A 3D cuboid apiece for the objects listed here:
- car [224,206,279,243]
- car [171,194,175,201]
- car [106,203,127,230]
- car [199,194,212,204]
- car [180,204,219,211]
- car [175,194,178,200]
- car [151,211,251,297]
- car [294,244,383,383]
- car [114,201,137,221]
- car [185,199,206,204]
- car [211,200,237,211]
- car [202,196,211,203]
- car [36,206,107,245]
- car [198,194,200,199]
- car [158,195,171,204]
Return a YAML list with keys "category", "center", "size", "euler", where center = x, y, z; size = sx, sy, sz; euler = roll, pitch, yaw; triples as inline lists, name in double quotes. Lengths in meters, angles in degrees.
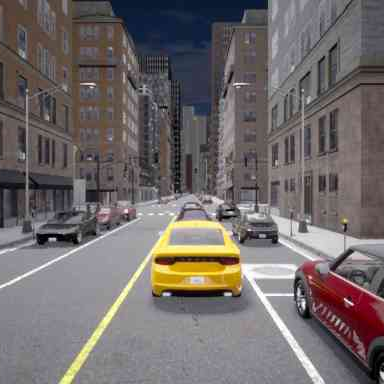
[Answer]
- category: "car"
  center: [2.862, 1.552, 15.685]
  size: [2.008, 1.369, 4.403]
  euler: [0, 0, 0]
- category: "car"
  center: [-5.582, 1.615, 74.611]
  size: [2.008, 1.369, 4.403]
  euler: [0, 0, 0]
- category: "car"
  center: [-5.661, 1.584, 21.190]
  size: [1.802, 1.307, 4.206]
  euler: [0, 0, 0]
- category: "car"
  center: [2.917, 1.483, 63.778]
  size: [1.967, 1.590, 4.097]
  euler: [0, 0, 0]
- category: "car"
  center: [0.114, 1.565, 17.605]
  size: [1.994, 1.385, 4.181]
  euler: [0, 0, 0]
- category: "car"
  center: [-5.547, 1.636, 90.667]
  size: [1.752, 1.417, 4.829]
  euler: [0, 0, 0]
- category: "car"
  center: [0.098, 1.478, 8.612]
  size: [1.882, 1.535, 5.008]
  euler: [0, 0, 0]
- category: "car"
  center: [2.858, 1.440, 4.682]
  size: [1.967, 1.590, 4.097]
  euler: [0, 0, 0]
- category: "car"
  center: [-5.658, 1.443, 26.691]
  size: [1.967, 1.590, 4.097]
  euler: [0, 0, 0]
- category: "car"
  center: [0.011, 1.529, 26.416]
  size: [1.812, 1.442, 4.674]
  euler: [0, 0, 2]
- category: "car"
  center: [2.867, 1.569, 26.687]
  size: [1.947, 1.339, 4.313]
  euler: [0, 0, 0]
- category: "car"
  center: [2.930, 1.578, 69.357]
  size: [1.752, 1.417, 4.829]
  euler: [0, 0, 0]
- category: "car"
  center: [-5.663, 1.567, 15.688]
  size: [1.947, 1.339, 4.313]
  euler: [0, 0, 0]
- category: "car"
  center: [2.942, 1.615, 74.595]
  size: [2.008, 1.369, 4.403]
  euler: [0, 0, 0]
- category: "car"
  center: [-5.607, 1.625, 63.794]
  size: [1.802, 1.307, 4.206]
  euler: [0, 0, 0]
